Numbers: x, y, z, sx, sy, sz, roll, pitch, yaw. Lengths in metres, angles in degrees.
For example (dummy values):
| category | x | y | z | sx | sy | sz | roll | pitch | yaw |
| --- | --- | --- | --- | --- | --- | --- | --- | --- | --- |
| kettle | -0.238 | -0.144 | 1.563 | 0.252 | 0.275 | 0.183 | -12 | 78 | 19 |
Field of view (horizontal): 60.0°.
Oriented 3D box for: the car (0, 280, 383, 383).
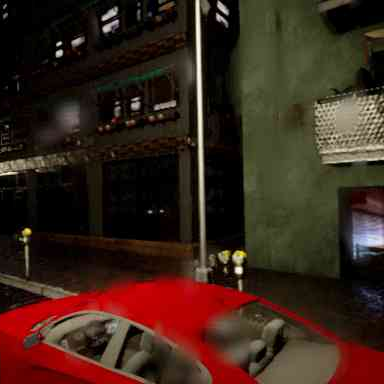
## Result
| category | x | y | z | sx | sy | sz | roll | pitch | yaw |
| --- | --- | --- | --- | --- | --- | --- | --- | --- | --- |
| car | -0.397 | 1.561 | 3.172 | 4.507 | 1.381 | 1.887 | -1 | -1 | 35 |
